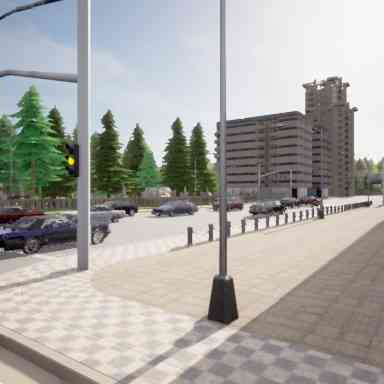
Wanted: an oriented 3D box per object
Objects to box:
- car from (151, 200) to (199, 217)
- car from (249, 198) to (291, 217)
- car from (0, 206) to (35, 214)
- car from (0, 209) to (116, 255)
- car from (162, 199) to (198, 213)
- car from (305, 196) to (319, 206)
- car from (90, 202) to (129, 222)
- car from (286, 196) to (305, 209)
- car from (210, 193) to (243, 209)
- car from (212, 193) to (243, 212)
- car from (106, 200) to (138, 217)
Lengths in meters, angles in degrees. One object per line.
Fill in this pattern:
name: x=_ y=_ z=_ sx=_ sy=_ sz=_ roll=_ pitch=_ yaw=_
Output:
car: x=-1.502 y=1.547 z=31.563 sx=2.033 sy=1.411 sz=5.357 roll=0 pitch=0 yaw=36
car: x=7.240 y=1.547 z=31.439 sx=2.033 sy=1.411 sz=5.357 roll=0 pitch=0 yaw=35
car: x=-12.527 y=1.601 z=22.200 sx=1.895 sy=1.301 sz=4.718 roll=0 pitch=0 yaw=37
car: x=-5.613 y=1.601 z=13.408 sx=1.895 sy=1.301 sz=4.718 roll=0 pitch=0 yaw=36
car: x=-1.298 y=1.564 z=37.891 sx=1.994 sy=1.385 sz=4.181 roll=0 pitch=0 yaw=35
car: x=19.073 y=1.352 z=54.098 sx=2.097 sy=1.767 sz=4.553 roll=0 pitch=0 yaw=35
car: x=-7.103 y=1.601 z=23.703 sx=1.895 sy=1.301 sz=4.718 roll=0 pitch=0 yaw=35
car: x=13.785 y=1.505 z=46.668 sx=1.837 sy=1.490 sz=4.892 roll=0 pitch=0 yaw=36
car: x=4.951 y=1.221 z=46.594 sx=2.150 sy=2.045 sz=5.566 roll=0 pitch=0 yaw=36
car: x=4.304 y=1.352 z=39.699 sx=2.097 sy=1.767 sz=4.553 roll=0 pitch=0 yaw=36
car: x=-7.044 y=1.478 z=29.821 sx=1.882 sy=1.535 sz=5.008 roll=0 pitch=0 yaw=36
